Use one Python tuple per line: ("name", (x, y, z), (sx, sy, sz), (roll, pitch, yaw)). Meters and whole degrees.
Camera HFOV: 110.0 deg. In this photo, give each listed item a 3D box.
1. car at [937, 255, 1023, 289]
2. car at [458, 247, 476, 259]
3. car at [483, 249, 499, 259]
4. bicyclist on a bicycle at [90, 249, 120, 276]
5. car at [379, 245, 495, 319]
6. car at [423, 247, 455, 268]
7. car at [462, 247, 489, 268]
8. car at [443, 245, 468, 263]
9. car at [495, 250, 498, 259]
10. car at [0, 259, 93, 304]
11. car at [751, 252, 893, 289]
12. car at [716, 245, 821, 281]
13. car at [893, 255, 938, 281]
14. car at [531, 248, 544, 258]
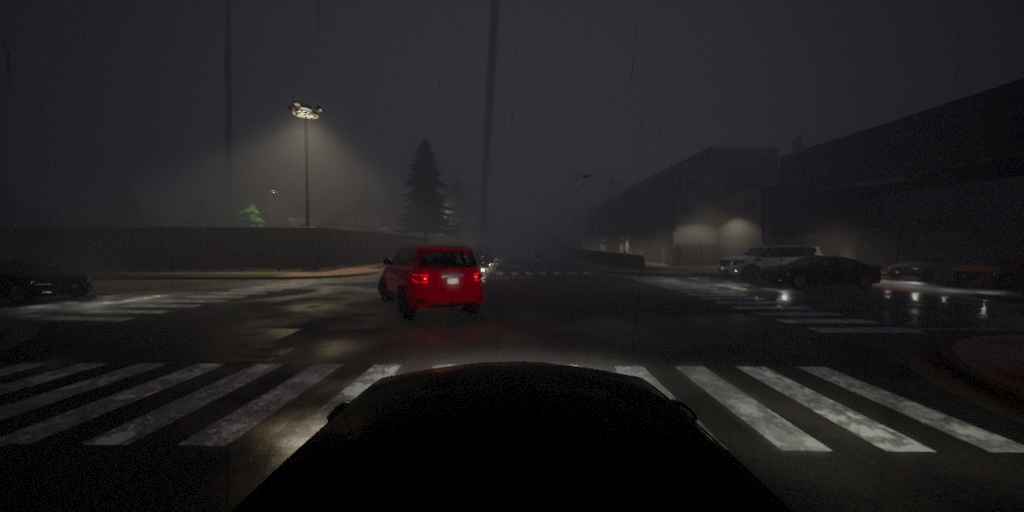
("car", (24.537, 0.734, 17.501), (5.008, 1.535, 1.882), (0, 2, 0))
("car", (-6.664, -0.519, 53.680), (2.097, 1.767, 4.553), (0, 2, 1))
("car", (-3.157, -0.346, 54.373), (2.033, 1.411, 5.357), (0, 2, 1))
("bicyclist on a bicycle", (-25.192, 0.397, 22.217), (0.582, 1.620, 1.656), (0, 2, 0))
("car", (-2.803, 0.660, 11.698), (2.150, 2.045, 5.566), (0, 2, -28))
("car", (-6.904, 0.080, 34.464), (2.097, 1.767, 4.553), (0, 2, 1))
("car", (-3.405, 0.084, 34.345), (2.097, 1.767, 4.553), (0, 2, 1))
("car", (-6.809, -0.337, 43.680), (2.150, 2.045, 5.566), (0, 2, 1))
("car", (-3.305, -0.346, 43.929), (2.150, 2.045, 5.566), (0, 2, 0))
("car", (-18.646, 0.852, 13.237), (5.008, 1.535, 1.882), (0, 2, 0))
("car", (14.959, 0.734, 17.520), (5.008, 1.535, 1.882), (0, 2, 0))
("car", (15.124, 0.368, 21.027), (5.566, 2.045, 2.150), (0, 2, 1))
("car", (24.891, 0.673, 20.987), (4.674, 1.442, 1.812), (0, 2, 0))
("car", (4.013, -0.499, 57.043), (1.882, 1.535, 5.008), (0, 2, 1))
